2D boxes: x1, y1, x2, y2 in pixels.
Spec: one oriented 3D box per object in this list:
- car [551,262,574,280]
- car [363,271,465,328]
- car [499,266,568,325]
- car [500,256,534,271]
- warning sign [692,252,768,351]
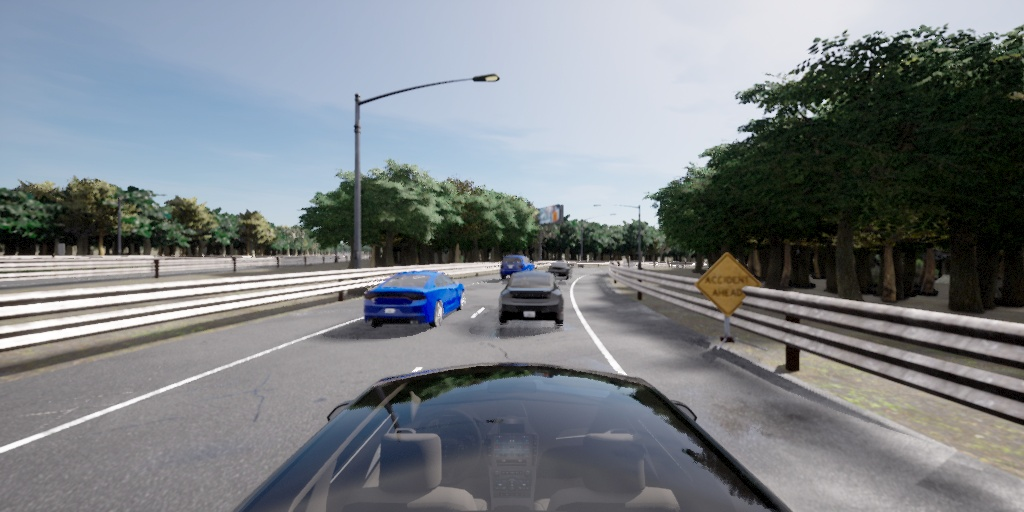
[{"bbox_3d":[4.379,1.309,32.180,1.837,1.490,4.892,0,0,15],"label":"car"},{"bbox_3d":[-2.849,1.218,11.500,1.882,1.535,5.008,0,0,5],"label":"car"},{"bbox_3d":[0.697,1.247,11.762,1.837,1.490,4.892,0,1,6],"label":"car"},{"bbox_3d":[0.567,1.023,31.558,2.150,2.045,5.566,0,0,14],"label":"car"},{"bbox_3d":[4.355,0.856,7.251,1.300,1.860,1.060,0,0,3],"label":"warning sign"}]
